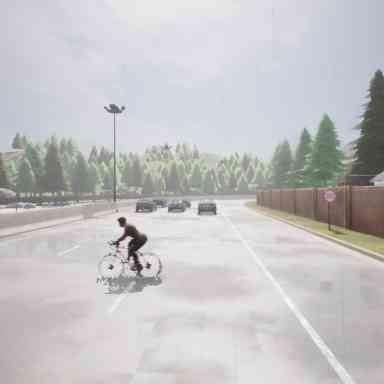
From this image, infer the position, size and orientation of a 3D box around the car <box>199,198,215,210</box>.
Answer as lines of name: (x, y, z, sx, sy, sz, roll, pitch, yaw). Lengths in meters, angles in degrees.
car: (2.039, 1.547, 44.843, 2.033, 1.411, 5.357, 0, 0, 3)

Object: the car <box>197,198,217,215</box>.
car: (1.575, 1.491, 34.494, 2.128, 1.511, 4.902, 0, 0, 3)

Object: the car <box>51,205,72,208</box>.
car: (-12.744, 1.564, 31.366, 1.994, 1.385, 4.181, 0, 0, 3)

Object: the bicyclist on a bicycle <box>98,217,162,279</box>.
bicyclist on a bicycle: (-1.612, 1.455, 8.542, 1.656, 1.620, 0.582, -2, 0, 3)

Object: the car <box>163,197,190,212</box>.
car: (-1.741, 1.547, 39.113, 2.033, 1.411, 5.357, 0, 0, 3)

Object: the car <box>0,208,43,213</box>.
car: (-12.986, 1.525, 24.883, 1.812, 1.442, 4.674, 0, 0, 3)

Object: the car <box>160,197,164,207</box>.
car: (-4.768, 1.505, 48.989, 1.837, 1.490, 4.892, 0, 0, 4)

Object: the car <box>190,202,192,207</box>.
car: (-1.212, 1.526, 49.626, 1.812, 1.442, 4.674, 0, 0, 4)

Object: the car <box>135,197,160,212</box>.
car: (-5.271, 1.505, 38.576, 1.837, 1.490, 4.892, 0, 0, 3)
